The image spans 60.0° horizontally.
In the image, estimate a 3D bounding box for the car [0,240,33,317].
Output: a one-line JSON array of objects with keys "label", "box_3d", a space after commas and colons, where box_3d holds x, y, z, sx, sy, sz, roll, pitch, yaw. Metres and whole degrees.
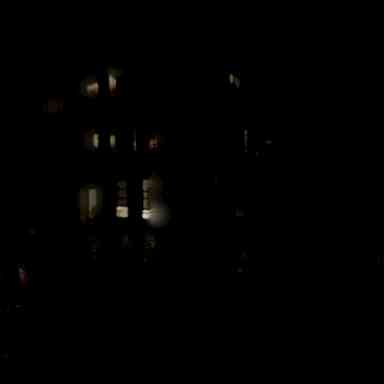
[{"label": "car", "box_3d": [-4.904, 1.520, 6.380, 4.097, 1.590, 1.967, -1, 0, 36]}]
